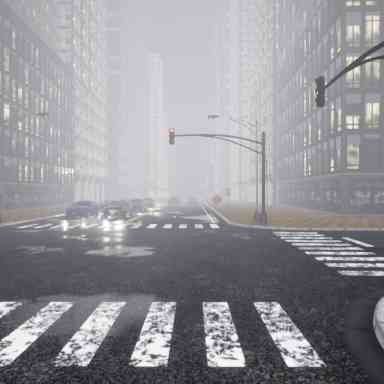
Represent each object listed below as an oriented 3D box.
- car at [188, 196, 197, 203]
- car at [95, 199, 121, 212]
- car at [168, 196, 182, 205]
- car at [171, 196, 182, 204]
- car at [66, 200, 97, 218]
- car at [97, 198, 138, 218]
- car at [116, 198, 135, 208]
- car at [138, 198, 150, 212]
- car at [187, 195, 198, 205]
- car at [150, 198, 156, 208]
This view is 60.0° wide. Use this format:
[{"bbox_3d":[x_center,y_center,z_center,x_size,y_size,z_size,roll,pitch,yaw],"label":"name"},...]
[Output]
[{"bbox_3d":[0.034,1.622,71.325,1.882,1.535,5.008,0,0,0],"label":"car"},{"bbox_3d":[-9.867,1.606,39.476,1.994,1.385,4.181,0,0,0],"label":"car"},{"bbox_3d":[-3.176,1.578,59.934,1.882,1.535,5.008,0,-1,0],"label":"car"},{"bbox_3d":[-3.191,1.634,70.342,2.128,1.511,4.902,0,0,0],"label":"car"},{"bbox_3d":[-9.868,1.503,30.343,1.882,1.535,5.008,0,0,0],"label":"car"},{"bbox_3d":[-6.614,1.517,30.096,2.128,1.511,4.902,0,0,0],"label":"car"},{"bbox_3d":[-9.863,1.631,49.400,1.994,1.385,4.181,0,0,0],"label":"car"},{"bbox_3d":[-6.618,1.520,39.623,1.882,1.535,5.008,0,0,0],"label":"car"},{"bbox_3d":[0.075,1.631,61.478,1.812,1.442,4.674,0,0,0],"label":"car"},{"bbox_3d":[-6.617,1.593,49.670,1.812,1.442,4.674,0,0,0],"label":"car"}]
